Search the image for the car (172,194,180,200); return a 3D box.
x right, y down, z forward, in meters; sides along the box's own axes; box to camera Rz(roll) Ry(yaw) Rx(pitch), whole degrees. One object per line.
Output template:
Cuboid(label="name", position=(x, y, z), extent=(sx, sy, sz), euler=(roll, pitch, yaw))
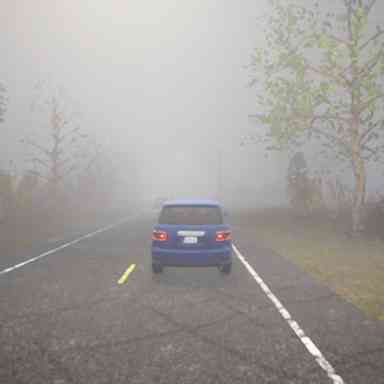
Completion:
Cuboid(label="car", position=(-4.294, 1.316, 87.906), extent=(1.882, 1.535, 5.008), euler=(0, 0, -1))

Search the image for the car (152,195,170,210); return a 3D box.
Cuboid(label="car", position=(-4.020, 1.361, 43.702), extent=(2.097, 1.767, 4.553), euler=(0, 0, -1))

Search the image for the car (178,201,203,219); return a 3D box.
Cuboid(label="car", position=(-0.144, 1.561, 30.678), extent=(2.033, 1.411, 5.357), euler=(0, 0, 0))

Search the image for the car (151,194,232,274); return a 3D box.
Cuboid(label="car", position=(0.011, 1.230, 10.714), extent=(2.150, 2.045, 5.566), euler=(0, 0, 1))
